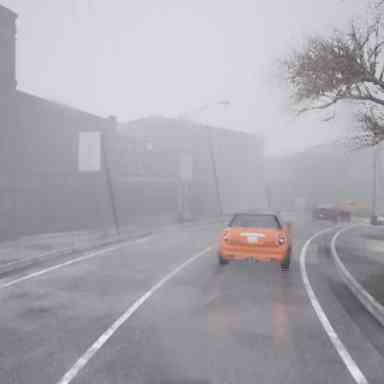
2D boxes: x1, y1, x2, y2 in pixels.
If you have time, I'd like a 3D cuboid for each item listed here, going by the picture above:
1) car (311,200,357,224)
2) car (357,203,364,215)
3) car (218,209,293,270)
[{"bbox_3d":[11.306,1.628,26.707,1.882,1.535,5.008,1,0,42],"label":"car"},{"bbox_3d":[16.467,1.674,35.815,5.008,1.535,1.882,1,0,-32],"label":"car"},{"bbox_3d":[2.351,1.378,11.515,2.097,1.767,4.553,1,0,17],"label":"car"}]
